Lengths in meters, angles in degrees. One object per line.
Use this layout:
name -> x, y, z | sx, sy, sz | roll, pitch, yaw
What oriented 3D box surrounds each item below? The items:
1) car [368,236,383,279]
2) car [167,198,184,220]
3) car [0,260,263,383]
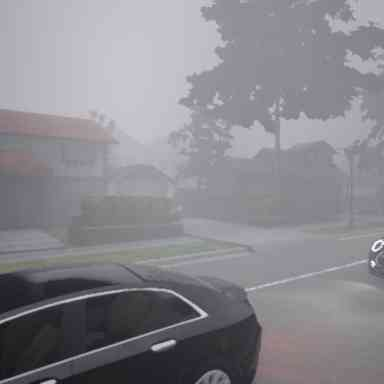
car -> 6.619, 1.328, 8.745 | 4.553, 1.767, 2.097 | 0, 0, -36
car -> -2.242, 1.150, 23.056 | 1.970, 1.475, 3.806 | 0, 0, -35
car -> -1.487, 1.506, 2.930 | 4.892, 1.490, 1.837 | 0, 0, -36
